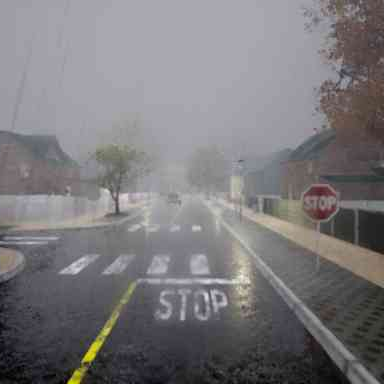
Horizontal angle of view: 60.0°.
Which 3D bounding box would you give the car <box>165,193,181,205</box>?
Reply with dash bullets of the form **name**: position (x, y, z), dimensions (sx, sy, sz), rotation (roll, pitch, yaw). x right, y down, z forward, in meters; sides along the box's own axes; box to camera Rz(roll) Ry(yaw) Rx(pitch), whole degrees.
- **car**: position (-2.625, 0.917, 47.538), dimensions (2.097, 1.767, 4.553), rotation (0, 0, 0)
